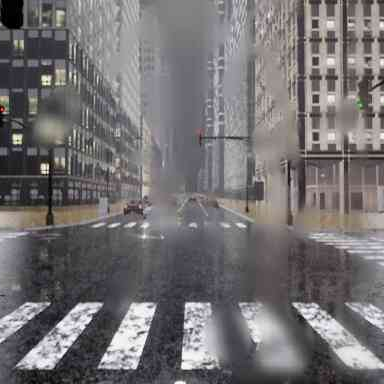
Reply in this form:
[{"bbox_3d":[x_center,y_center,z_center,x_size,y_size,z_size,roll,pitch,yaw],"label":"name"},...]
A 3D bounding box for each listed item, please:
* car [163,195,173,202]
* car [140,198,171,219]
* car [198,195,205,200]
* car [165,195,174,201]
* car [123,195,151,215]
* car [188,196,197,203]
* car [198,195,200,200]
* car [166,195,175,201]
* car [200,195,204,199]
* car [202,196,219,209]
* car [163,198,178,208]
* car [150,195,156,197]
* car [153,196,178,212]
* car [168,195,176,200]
[{"bbox_3d":[-5.677,1.545,78.305,2.008,1.369,4.403,1,0,0],"label":"car"},{"bbox_3d":[-3.105,1.523,29.176,1.812,1.442,4.674,0,0,0],"label":"car"},{"bbox_3d":[2.703,1.540,95.112,1.887,1.381,4.507,1,0,0],"label":"car"},{"bbox_3d":[-5.678,1.539,83.880,1.887,1.381,4.507,1,0,0],"label":"car"},{"bbox_3d":[-5.675,1.437,33.703,1.967,1.590,4.097,1,0,0],"label":"car"},{"bbox_3d":[0.082,1.541,70.418,2.033,1.411,5.357,0,0,0],"label":"car"},{"bbox_3d":[2.703,1.561,61.649,1.947,1.339,4.313,1,0,0],"label":"car"},{"bbox_3d":[-5.678,1.545,89.455,2.008,1.369,4.403,1,0,0],"label":"car"},{"bbox_3d":[2.704,1.521,56.241,1.752,1.417,4.829,1,0,0],"label":"car"},{"bbox_3d":[2.702,1.578,44.916,1.802,1.307,4.206,1,0,0],"label":"car"},{"bbox_3d":[-3.094,1.597,49.133,1.895,1.301,4.718,0,0,0],"label":"car"},{"bbox_3d":[-5.672,1.311,44.854,2.192,1.841,5.009,1,0,0],"label":"car"},{"bbox_3d":[-3.101,1.544,38.840,2.033,1.411,5.357,0,0,0],"label":"car"},{"bbox_3d":[-5.678,1.561,95.030,1.947,1.339,4.313,1,0,0],"label":"car"}]
